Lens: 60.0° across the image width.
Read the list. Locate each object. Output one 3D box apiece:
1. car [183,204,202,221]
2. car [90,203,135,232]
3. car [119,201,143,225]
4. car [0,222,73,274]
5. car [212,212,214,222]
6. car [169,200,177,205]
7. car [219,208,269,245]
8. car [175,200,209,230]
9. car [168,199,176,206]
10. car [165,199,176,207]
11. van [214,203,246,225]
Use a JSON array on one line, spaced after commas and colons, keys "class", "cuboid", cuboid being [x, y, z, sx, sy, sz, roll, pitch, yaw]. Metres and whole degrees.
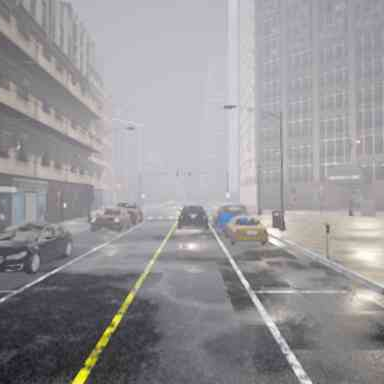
[{"class": "car", "cuboid": [0.035, 1.975, 33.245, 1.812, 1.442, 4.674, 0, -1, 0]}, {"class": "car", "cuboid": [-5.287, 1.732, 21.979, 1.967, 1.590, 4.097, 0, -1, 0]}, {"class": "car", "cuboid": [-5.280, 1.683, 27.516, 2.192, 1.841, 5.009, 0, -1, 0]}, {"class": "car", "cuboid": [-5.299, 1.693, 10.907, 2.008, 1.369, 4.403, 0, -1, 0]}, {"class": "car", "cuboid": [2.598, 1.897, 27.681, 1.752, 1.417, 4.829, 0, -1, 0]}, {"class": "car", "cuboid": [-5.213, 2.936, 93.164, 1.947, 1.339, 4.313, 0, -1, 0]}, {"class": "car", "cuboid": [2.587, 1.745, 16.612, 1.752, 1.417, 4.829, 0, -1, 0]}, {"class": "car", "cuboid": [0.088, 1.671, 23.933, 2.097, 1.767, 4.553, 0, -1, 0]}, {"class": "car", "cuboid": [-5.218, 2.718, 87.614, 1.967, 1.590, 4.097, 0, -1, 0]}, {"class": "car", "cuboid": [-5.231, 2.621, 76.339, 1.752, 1.417, 4.829, 0, -1, 0]}, {"class": "van", "cuboid": [2.594, 1.633, 21.977, 1.690, 1.788, 3.998, 0, -1, 0]}]
